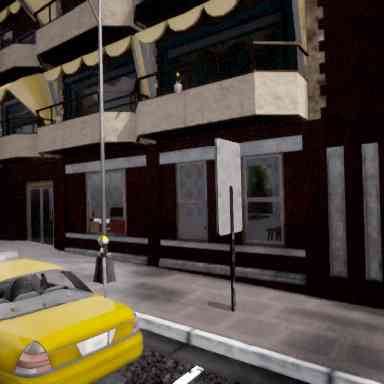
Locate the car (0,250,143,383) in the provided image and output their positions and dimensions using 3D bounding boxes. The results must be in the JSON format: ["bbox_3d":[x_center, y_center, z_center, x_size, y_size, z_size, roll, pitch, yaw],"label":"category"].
[{"bbox_3d":[-2.862,1.527,4.788,4.829,1.417,1.752,0,-2,36],"label":"car"}]
